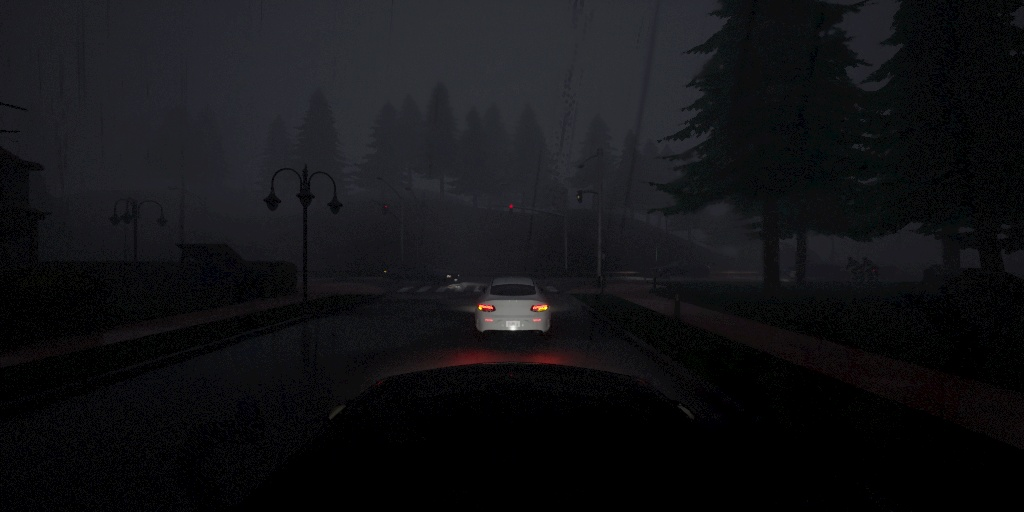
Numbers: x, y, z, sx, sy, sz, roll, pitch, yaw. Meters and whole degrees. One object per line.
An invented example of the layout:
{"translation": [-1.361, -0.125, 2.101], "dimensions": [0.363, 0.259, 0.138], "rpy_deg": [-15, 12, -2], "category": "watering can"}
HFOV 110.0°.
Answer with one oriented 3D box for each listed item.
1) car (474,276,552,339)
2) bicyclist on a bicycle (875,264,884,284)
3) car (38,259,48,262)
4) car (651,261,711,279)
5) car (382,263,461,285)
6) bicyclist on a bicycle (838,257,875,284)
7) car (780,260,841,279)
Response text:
{"translation": [0.023, 1.276, 9.935], "dimensions": [1.812, 1.442, 4.674], "rpy_deg": [0, 0, 0], "category": "car"}
{"translation": [21.781, 0.893, 21.954], "dimensions": [0.582, 1.620, 1.656], "rpy_deg": [0, 0, -14], "category": "bicyclist on a bicycle"}
{"translation": [-34.635, 0.943, 25.842], "dimensions": [4.553, 1.767, 2.097], "rpy_deg": [0, 0, 0], "category": "car"}
{"translation": [14.065, 1.113, 29.864], "dimensions": [4.674, 1.442, 1.812], "rpy_deg": [0, 0, -1], "category": "car"}
{"translation": [-6.298, 1.165, 24.953], "dimensions": [5.357, 1.411, 2.033], "rpy_deg": [1, 1, 17], "category": "car"}
{"translation": [21.134, 0.891, 22.213], "dimensions": [0.582, 1.620, 1.656], "rpy_deg": [0, 0, -16], "category": "bicyclist on a bicycle"}
{"translation": [24.386, 1.065, 29.900], "dimensions": [5.008, 1.535, 1.882], "rpy_deg": [0, 0, 0], "category": "car"}
